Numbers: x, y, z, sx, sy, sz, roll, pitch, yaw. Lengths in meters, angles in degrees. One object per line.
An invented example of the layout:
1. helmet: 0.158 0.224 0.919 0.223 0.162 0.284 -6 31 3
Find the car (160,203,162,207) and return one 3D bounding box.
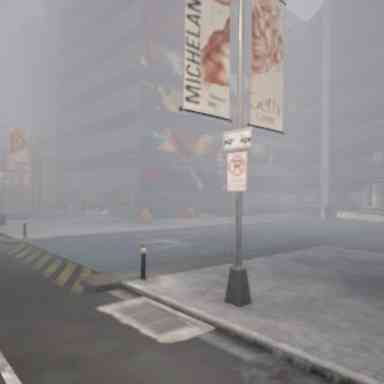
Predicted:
1. car: -2.773 1.936 49.096 1.895 1.301 4.718 1 -1 -41

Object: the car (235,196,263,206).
1. car: 10.610 1.840 61.902 2.435 2.045 5.566 1 -1 -41

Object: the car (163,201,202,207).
1. car: -0.648 1.683 35.304 2.002 1.452 4.674 1 -1 -41

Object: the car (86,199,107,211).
1. car: -11.778 1.671 41.776 2.161 1.482 4.786 1 -1 -41
